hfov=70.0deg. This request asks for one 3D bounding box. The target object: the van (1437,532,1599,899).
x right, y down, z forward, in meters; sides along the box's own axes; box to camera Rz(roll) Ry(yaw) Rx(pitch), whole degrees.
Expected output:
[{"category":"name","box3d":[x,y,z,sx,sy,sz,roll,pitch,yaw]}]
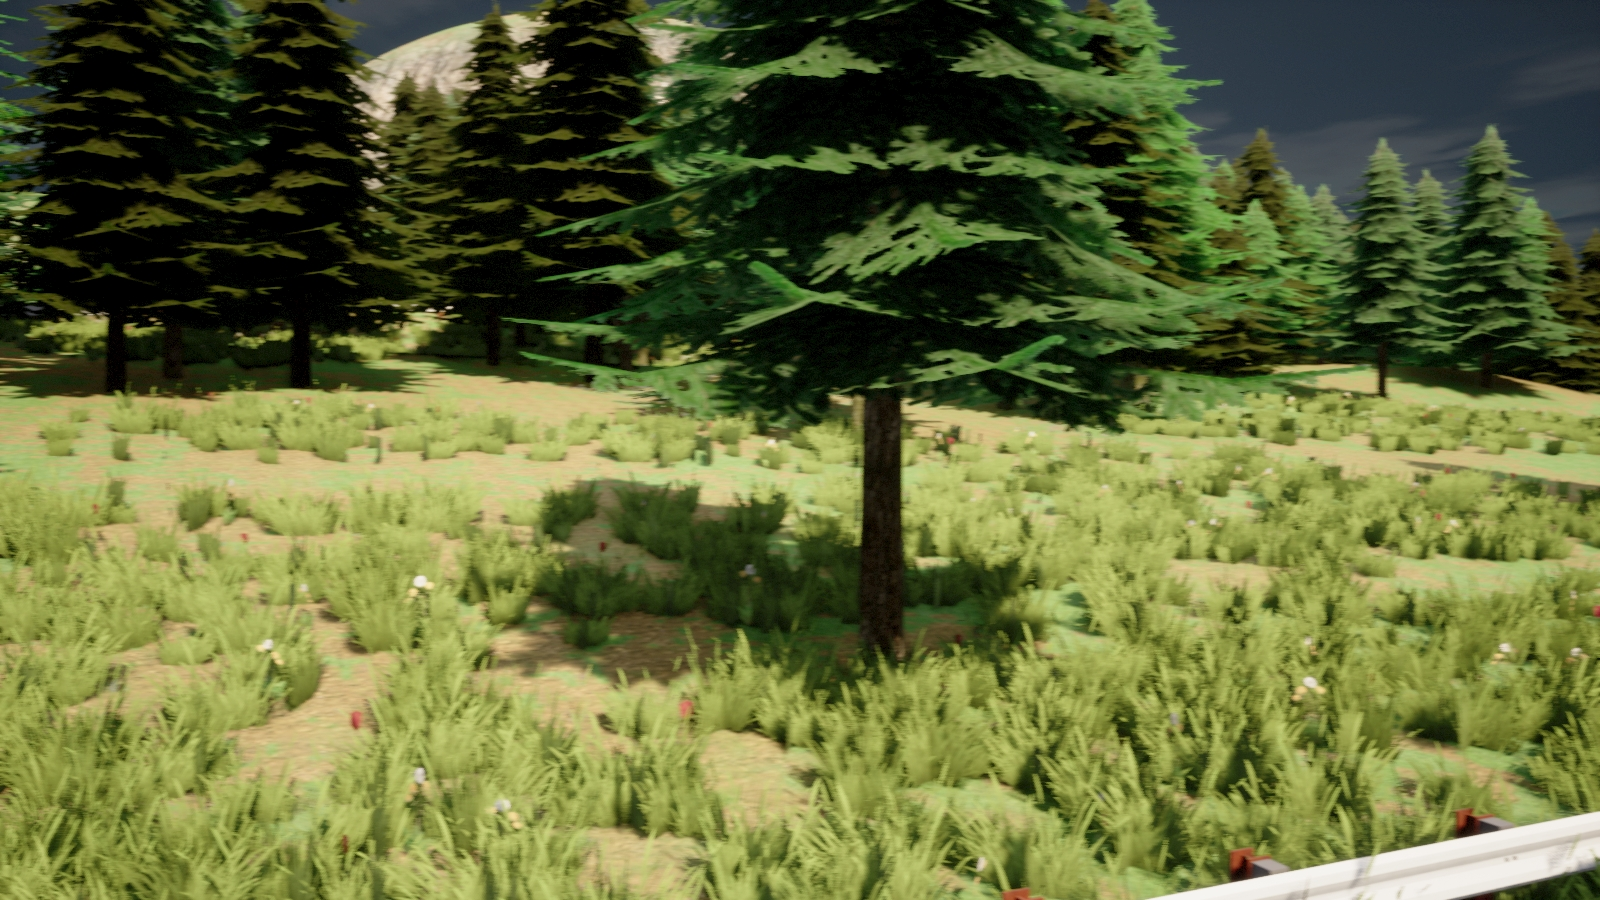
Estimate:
[{"category":"van","box3d":[4.417,1.492,3.133,5.915,2.561,1.988,0,0,-31]}]
